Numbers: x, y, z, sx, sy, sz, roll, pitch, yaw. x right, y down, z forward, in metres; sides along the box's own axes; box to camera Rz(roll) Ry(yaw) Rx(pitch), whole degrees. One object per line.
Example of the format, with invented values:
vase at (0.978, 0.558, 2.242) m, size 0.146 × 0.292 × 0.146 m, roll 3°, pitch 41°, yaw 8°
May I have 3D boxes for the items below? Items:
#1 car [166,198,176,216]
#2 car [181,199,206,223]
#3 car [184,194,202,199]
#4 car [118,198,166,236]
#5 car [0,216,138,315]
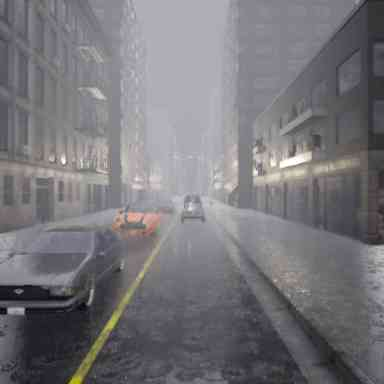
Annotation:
car at (-2.794, 1.360, 33.169) m, size 2.097 × 1.767 × 4.553 m, roll 0°, pitch 0°, yaw 1°
car at (0.089, 1.554, 25.919) m, size 2.033 × 1.411 × 5.357 m, roll 0°, pitch 0°, yaw 0°
car at (0.088, 1.235, 43.880) m, size 2.150 × 2.045 × 5.566 m, roll 0°, pitch 0°, yaw 0°
car at (-2.814, 1.357, 18.159) m, size 2.097 × 1.767 × 4.553 m, roll 0°, pitch 0°, yaw 0°
car at (-2.851, 1.550, 8.060) m, size 2.033 × 1.411 × 5.357 m, roll 0°, pitch 0°, yaw 0°
